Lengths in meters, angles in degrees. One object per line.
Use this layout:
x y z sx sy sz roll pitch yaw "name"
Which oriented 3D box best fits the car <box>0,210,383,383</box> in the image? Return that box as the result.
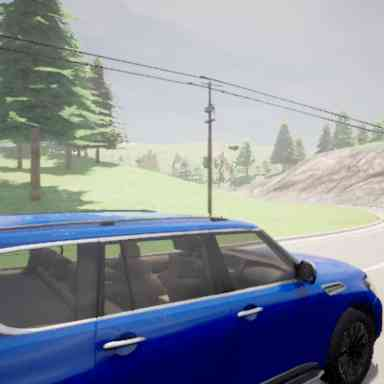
-0.193 1.222 3.606 5.566 2.045 2.150 0 0 -35 "car"
